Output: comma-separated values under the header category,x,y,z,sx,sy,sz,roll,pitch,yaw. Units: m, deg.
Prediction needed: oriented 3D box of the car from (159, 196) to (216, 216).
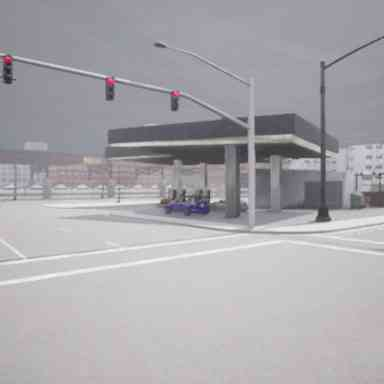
category,x,y,z,sx,sy,sz,roll,pitch,yaw
car,-0.446,1.149,29.082,2.242,1.667,4.611,-1,0,-37

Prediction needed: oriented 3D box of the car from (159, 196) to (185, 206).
category,x,y,z,sx,sy,sz,roll,pitch,yaw
car,-3.101,1.354,52.051,1.895,1.301,4.718,0,0,26

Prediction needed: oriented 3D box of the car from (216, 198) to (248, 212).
category,x,y,z,sx,sy,sz,roll,pitch,yaw
car,3.662,1.261,33.171,1.970,1.475,3.806,-1,0,-37
